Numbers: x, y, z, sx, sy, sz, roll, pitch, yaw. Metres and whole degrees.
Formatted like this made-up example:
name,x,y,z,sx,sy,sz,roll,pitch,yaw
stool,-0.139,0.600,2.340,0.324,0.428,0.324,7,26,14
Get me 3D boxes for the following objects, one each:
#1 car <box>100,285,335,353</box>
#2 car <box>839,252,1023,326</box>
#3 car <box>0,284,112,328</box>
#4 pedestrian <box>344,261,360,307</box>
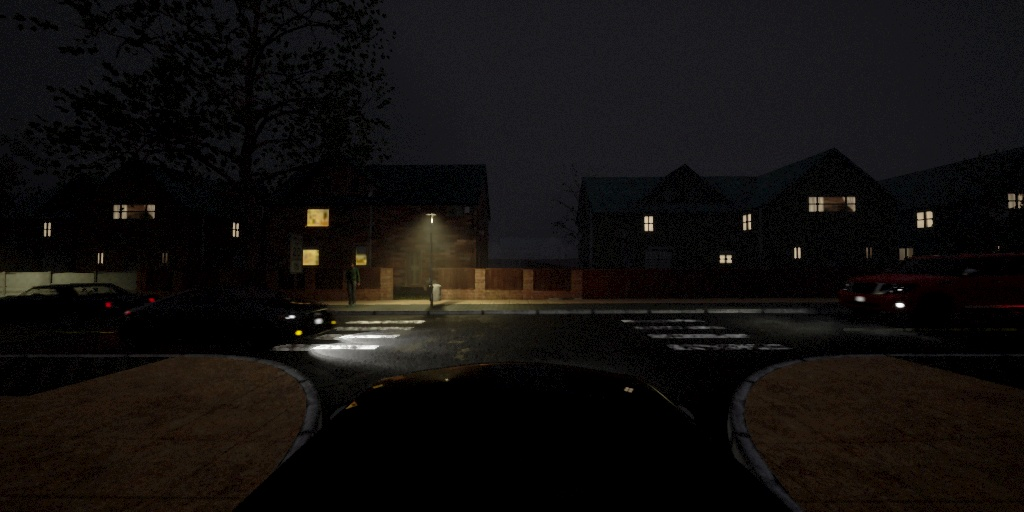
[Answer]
name,x,y,z,sx,sy,sz,roll,pitch,yaw
car,-6.581,1.386,8.560,4.181,1.385,1.994,-1,-1,2
car,13.426,0.939,10.903,5.566,2.045,2.150,0,-1,2
car,-14.714,1.583,11.760,4.718,1.301,1.895,-1,-1,2
pedestrian,-6.453,1.113,14.428,0.375,1.860,0.375,0,-1,2
